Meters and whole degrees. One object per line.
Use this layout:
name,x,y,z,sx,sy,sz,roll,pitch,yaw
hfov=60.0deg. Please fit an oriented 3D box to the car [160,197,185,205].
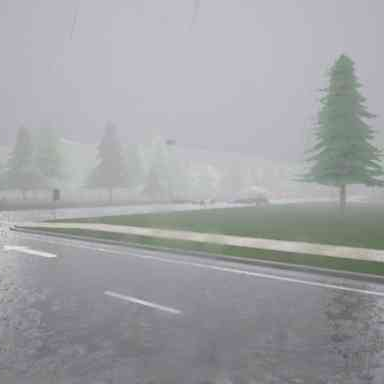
car,-3.318,1.566,56.969,1.895,1.301,4.718,0,0,37

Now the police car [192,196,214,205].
police car,1.828,1.483,57.919,2.038,1.542,4.974,0,0,36

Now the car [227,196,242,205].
car,8.246,1.487,60.769,2.128,1.511,4.902,0,0,37

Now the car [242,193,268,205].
car,11.690,1.229,59.533,2.150,2.045,5.566,0,0,37
